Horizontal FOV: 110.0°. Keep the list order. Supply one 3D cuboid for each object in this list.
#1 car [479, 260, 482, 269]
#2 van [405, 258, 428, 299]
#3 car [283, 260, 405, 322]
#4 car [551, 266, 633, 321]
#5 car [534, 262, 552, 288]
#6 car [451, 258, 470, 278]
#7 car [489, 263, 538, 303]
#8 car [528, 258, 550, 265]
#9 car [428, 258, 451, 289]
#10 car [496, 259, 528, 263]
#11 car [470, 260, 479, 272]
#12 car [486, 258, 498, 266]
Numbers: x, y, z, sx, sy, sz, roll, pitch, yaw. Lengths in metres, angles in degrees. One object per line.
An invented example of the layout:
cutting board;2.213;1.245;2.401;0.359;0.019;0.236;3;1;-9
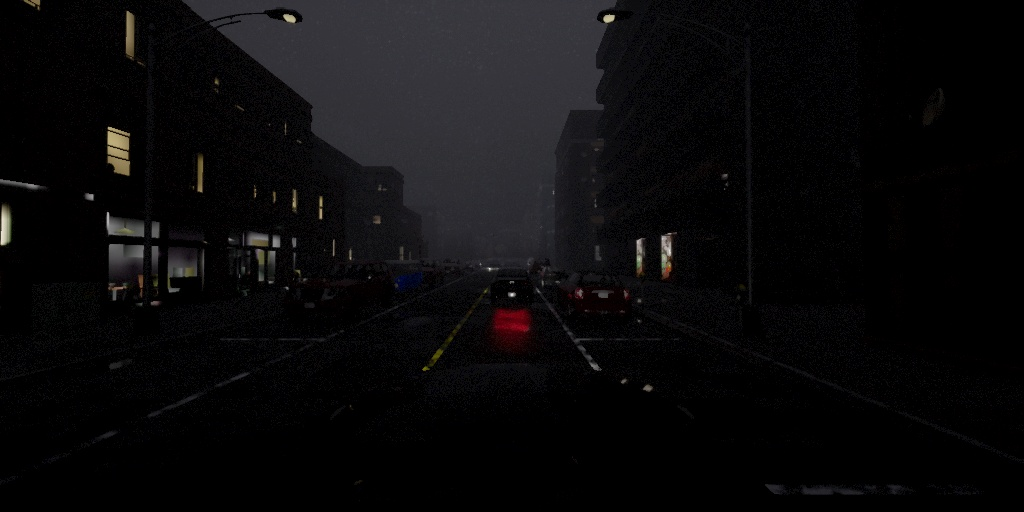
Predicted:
car;-5.690;1.311;55.825;2.007;1.370;4.403;0;0;0
van;-5.689;1.093;17.975;1.690;1.789;3.998;0;0;0
car;-5.689;1.065;12.568;2.192;1.841;5.009;0;0;0
car;2.692;1.190;12.561;1.967;1.591;4.097;0;0;0
car;2.692;1.304;23.375;2.007;1.370;4.403;0;0;0
car;-5.689;1.071;34.196;2.192;1.841;5.009;0;0;0
car;0.000;1.269;16.502;1.837;1.490;4.892;0;0;0
car;2.691;1.071;34.189;2.192;1.841;5.009;0;0;0
car;-5.689;1.068;23.382;2.192;1.841;5.009;0;0;0
car;0.000;1.252;31.505;2.128;1.511;4.902;0;0;0
car;-5.689;1.198;45.011;1.967;1.591;4.097;0;0;0
car;-3.000;1.275;63.509;1.882;1.535;5.008;0;0;0
